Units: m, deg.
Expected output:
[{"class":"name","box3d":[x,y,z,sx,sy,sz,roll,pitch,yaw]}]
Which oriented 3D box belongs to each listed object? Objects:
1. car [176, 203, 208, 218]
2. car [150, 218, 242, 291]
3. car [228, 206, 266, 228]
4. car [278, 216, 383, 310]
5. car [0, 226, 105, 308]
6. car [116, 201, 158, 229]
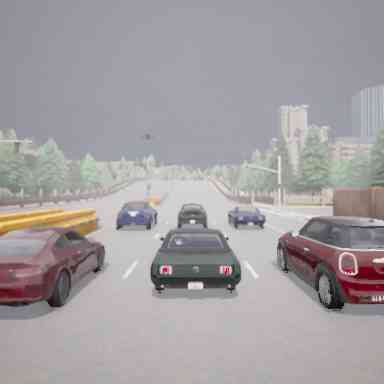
[{"class":"car","box3d":[0.023,1.523,22.514,1.837,1.490,4.892,0,0,0]},{"class":"car","box3d":[0.070,1.608,8.952,1.895,1.301,4.718,0,0,0]},{"class":"car","box3d":[3.522,1.619,22.292,1.895,1.301,4.718,0,0,0]},{"class":"car","box3d":[3.572,1.358,8.011,2.097,1.767,4.553,0,0,0]},{"class":"car","box3d":[-3.429,1.532,7.801,1.812,1.442,4.674,0,0,0]},{"class":"car","box3d":[-3.476,1.369,21.754,2.097,1.767,4.553,0,0,0]}]
